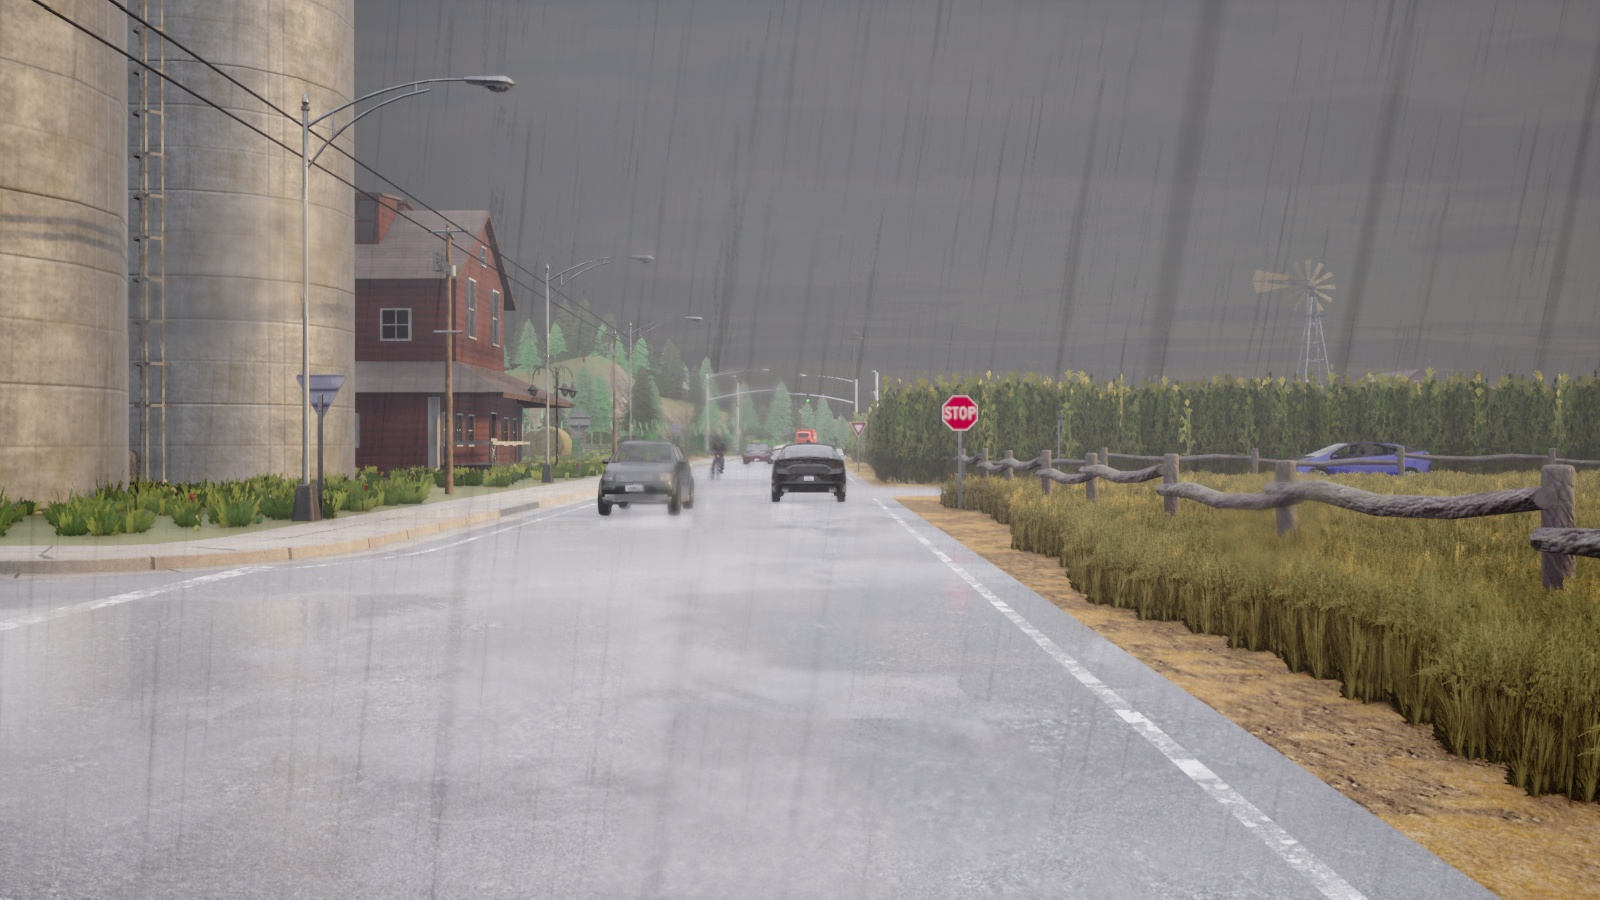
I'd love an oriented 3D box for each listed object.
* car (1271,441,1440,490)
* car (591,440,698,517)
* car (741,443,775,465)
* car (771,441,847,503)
[{"bbox_3d":[17.715,0.479,40.213,4.514,1.525,2.007,0,0,1],"label":"car"},{"bbox_3d":[-3.279,0.570,27.130,1.789,1.549,3.705,0,0,1],"label":"car"},{"bbox_3d":[-2.911,0.251,87.399,2.163,1.488,4.792,0,0,0],"label":"car"},{"bbox_3d":[0.235,0.535,33.553,1.882,1.535,5.008,0,0,0],"label":"car"}]
